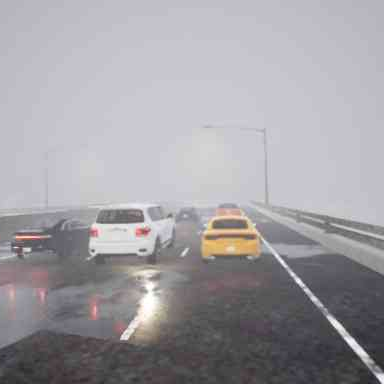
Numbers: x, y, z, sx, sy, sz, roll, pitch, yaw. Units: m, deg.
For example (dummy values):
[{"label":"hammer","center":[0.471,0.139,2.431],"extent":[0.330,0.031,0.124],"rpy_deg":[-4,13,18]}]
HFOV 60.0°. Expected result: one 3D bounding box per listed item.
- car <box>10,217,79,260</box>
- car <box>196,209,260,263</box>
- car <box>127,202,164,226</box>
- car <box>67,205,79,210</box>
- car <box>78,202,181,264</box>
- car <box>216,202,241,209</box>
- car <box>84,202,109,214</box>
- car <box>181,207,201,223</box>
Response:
[{"label":"car","center":[-5.453,1.813,13.968],"extent":[2.128,1.511,4.902],"rpy_deg":[-1,-1,6]},{"label":"car","center":[1.430,1.611,12.539],"extent":[1.882,1.535,5.008],"rpy_deg":[-1,-1,6]},{"label":"car","center":[-3.894,1.842,28.865],"extent":[2.097,1.767,4.553],"rpy_deg":[-2,-1,7]},{"label":"car","center":[-18.694,2.789,54.196],"extent":[1.994,1.385,4.181],"rpy_deg":[-2,-1,7]},{"label":"car","center":[-2.050,1.447,12.951],"extent":[2.150,2.045,5.566],"rpy_deg":[-1,-1,6]},{"label":"car","center":[3.065,1.660,28.138],"extent":[2.097,1.767,4.553],"rpy_deg":[-2,-1,7]},{"label":"car","center":[-15.267,2.483,53.492],"extent":[2.097,1.767,4.553],"rpy_deg":[-2,-1,7]},{"label":"car","center":[-0.309,1.974,29.361],"extent":[1.994,1.385,4.181],"rpy_deg":[-2,-1,7]}]
